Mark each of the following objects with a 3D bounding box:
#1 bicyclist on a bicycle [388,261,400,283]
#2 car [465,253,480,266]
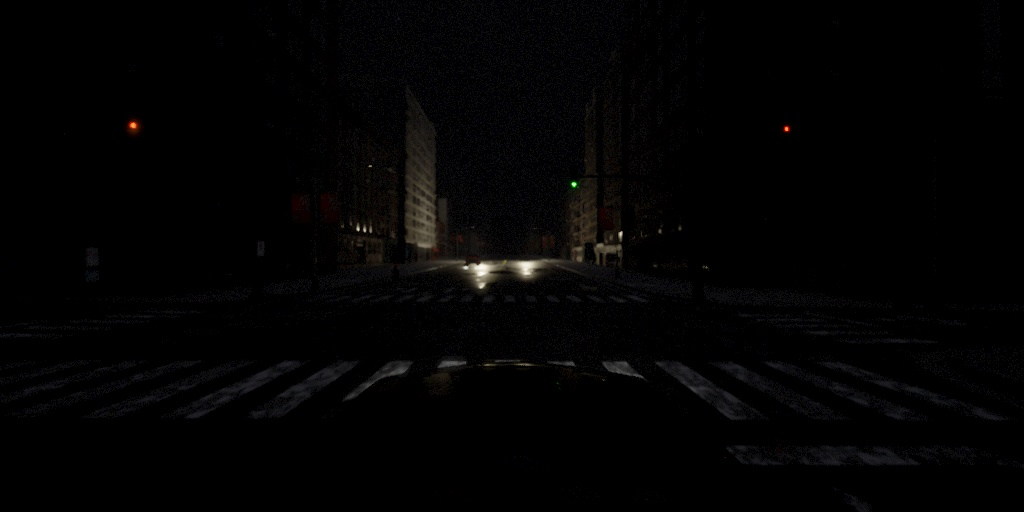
[{"bbox_3d":[-8.767,1.173,26.849,0.866,1.612,1.509,0,1,0],"label":"bicyclist on a bicycle"},{"bbox_3d":[-6.475,0.562,59.486,2.150,2.045,5.566,0,1,0],"label":"car"}]
